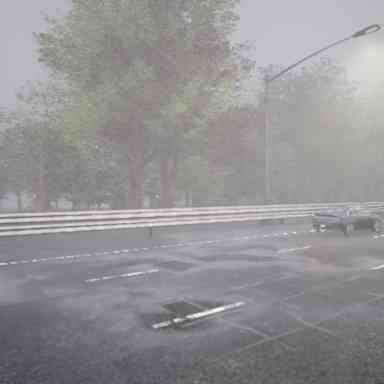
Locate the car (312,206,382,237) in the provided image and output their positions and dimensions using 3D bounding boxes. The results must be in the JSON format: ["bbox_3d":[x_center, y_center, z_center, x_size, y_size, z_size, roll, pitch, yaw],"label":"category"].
[{"bbox_3d":[8.716,1.541,18.551,4.902,1.511,2.128,0,0,-35],"label":"car"}]
